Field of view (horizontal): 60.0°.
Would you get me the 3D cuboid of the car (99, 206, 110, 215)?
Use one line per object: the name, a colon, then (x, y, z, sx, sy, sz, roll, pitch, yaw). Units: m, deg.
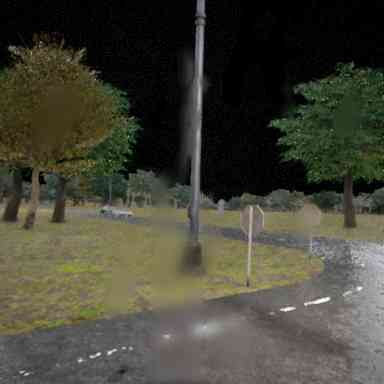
car: (-15.580, 3.319, 61.914, 2.097, 1.767, 4.553, 4, -3, -33)

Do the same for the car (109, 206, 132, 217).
car: (-11.887, 3.495, 56.371, 1.895, 1.301, 4.718, 4, -3, -34)
